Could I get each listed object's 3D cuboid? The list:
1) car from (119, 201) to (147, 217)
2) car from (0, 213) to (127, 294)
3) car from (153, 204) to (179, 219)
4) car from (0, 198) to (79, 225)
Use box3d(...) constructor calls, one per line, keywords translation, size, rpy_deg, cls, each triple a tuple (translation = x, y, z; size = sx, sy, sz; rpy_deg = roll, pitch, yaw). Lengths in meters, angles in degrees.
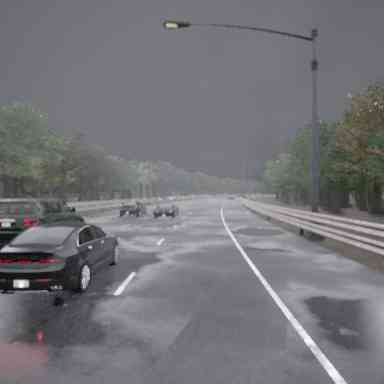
box3d(translation=(-5.694, 1.652, 32.574), size=(1.837, 1.490, 4.892), rpy_deg=(0, 0, 4), cls="car")
box3d(translation=(-3.273, 1.547, 8.882), size=(1.837, 1.490, 4.892), rpy_deg=(0, 0, 1), cls="car")
box3d(translation=(-2.298, 1.746, 31.055), size=(1.895, 1.301, 4.718), rpy_deg=(0, 0, 4), cls="car")
box3d(translation=(-6.622, 1.289, 14.708), size=(2.150, 2.045, 5.566), rpy_deg=(0, 0, 2), cls="car")
